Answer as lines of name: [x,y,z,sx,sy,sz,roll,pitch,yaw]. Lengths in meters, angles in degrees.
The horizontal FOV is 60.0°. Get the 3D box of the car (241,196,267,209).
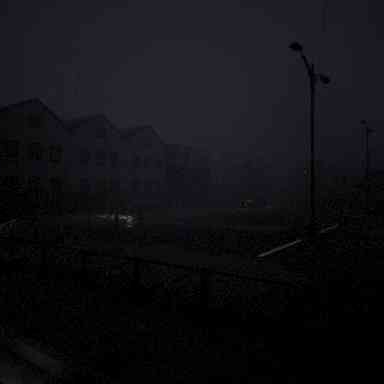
car: [7.975,1.313,42.816,1.837,1.490,4.892,0,0,35]

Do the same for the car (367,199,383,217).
car: [15.420,1.298,26.809,2.007,1.523,4.514,0,0,35]

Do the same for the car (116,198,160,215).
car: [-4.955,1.334,30.944,1.812,1.442,4.674,0,0,35]
